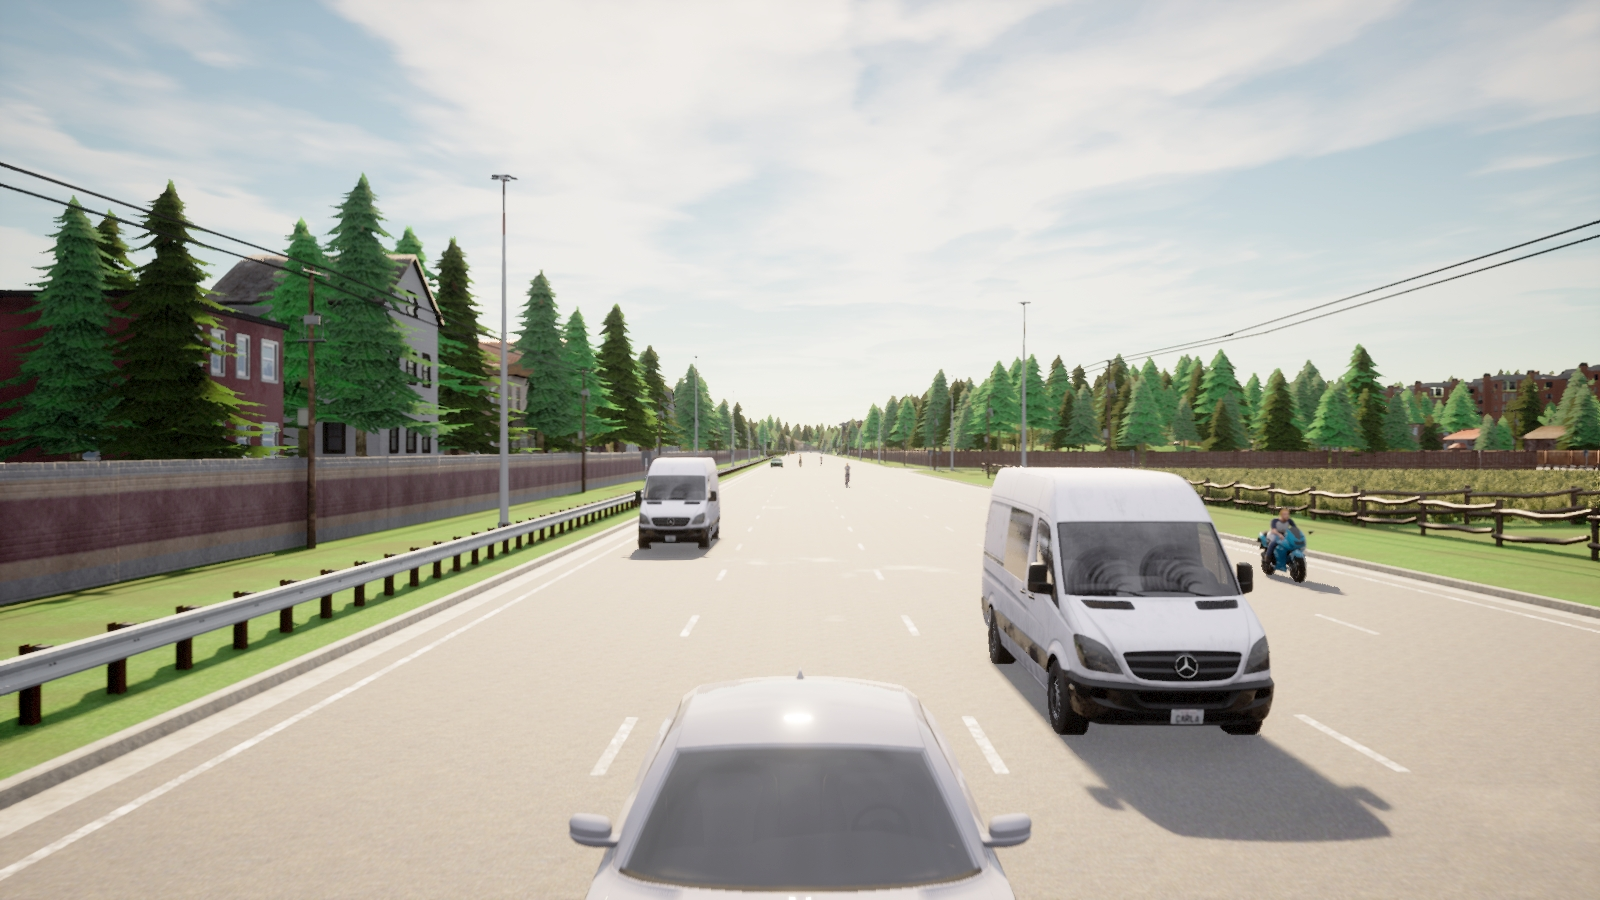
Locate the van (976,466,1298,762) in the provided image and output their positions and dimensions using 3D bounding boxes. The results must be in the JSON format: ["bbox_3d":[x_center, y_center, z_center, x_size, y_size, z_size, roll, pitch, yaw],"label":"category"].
[{"bbox_3d":[3.499,1.522,13.276,1.988,2.561,5.915,0,0,0],"label":"van"}]

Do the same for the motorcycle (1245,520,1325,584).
[{"bbox_3d":[10.405,2.167,24.612,0.803,1.199,2.033,0,0,-2],"label":"motorcycle"}]

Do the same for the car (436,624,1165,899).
[{"bbox_3d":[0.001,2.029,5.789,2.097,1.535,5.006,0,0,0],"label":"car"}]

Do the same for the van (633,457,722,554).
[{"bbox_3d":[-3.497,1.509,33.757,1.988,2.561,5.915,0,0,0],"label":"van"}]
